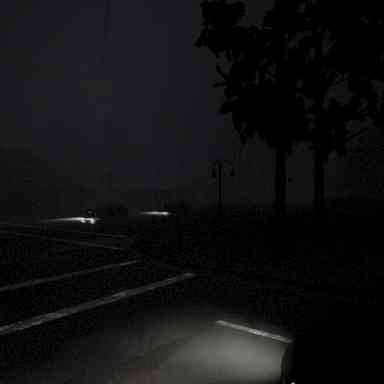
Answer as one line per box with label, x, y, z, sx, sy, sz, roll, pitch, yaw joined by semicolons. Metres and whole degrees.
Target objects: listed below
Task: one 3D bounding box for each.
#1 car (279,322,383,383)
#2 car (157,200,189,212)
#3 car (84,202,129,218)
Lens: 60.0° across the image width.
car;2.850;1.526;1.942;4.674;1.442;1.812;0;0;36
car;-2.120;1.564;38.553;1.994;1.385;4.181;0;0;34
car;-7.708;1.564;30.267;1.994;1.385;4.181;0;0;34
